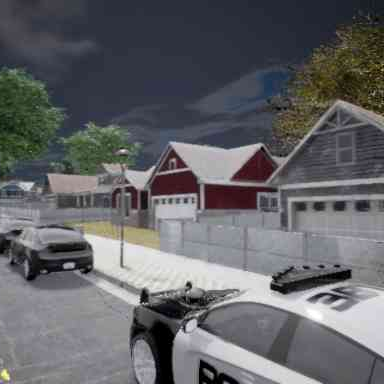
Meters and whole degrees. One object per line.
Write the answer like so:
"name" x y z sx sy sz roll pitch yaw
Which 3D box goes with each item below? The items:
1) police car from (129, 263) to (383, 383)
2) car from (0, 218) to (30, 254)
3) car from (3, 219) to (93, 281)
"police car" 1.062 1.572 3.325 1.930 1.638 5.238 2 -3 -37
"car" -8.478 1.998 16.031 1.837 1.490 4.892 2 -3 -37
"car" -4.877 1.867 11.232 1.837 1.490 4.892 2 -3 -37
